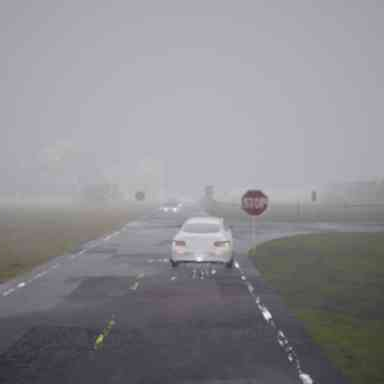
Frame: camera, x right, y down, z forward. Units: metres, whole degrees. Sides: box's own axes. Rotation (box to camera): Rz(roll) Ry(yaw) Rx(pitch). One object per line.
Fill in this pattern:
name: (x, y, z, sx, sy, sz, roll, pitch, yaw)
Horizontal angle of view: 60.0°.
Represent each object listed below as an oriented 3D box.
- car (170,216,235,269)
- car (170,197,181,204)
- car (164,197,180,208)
car: (0.441, 1.533, 11.142, 1.812, 1.442, 4.674, 0, 0, 6)
car: (-3.261, 1.696, 65.681, 1.895, 1.301, 4.718, 0, 0, 0)
car: (-3.148, 1.627, 50.250, 1.994, 1.385, 4.181, 0, 0, 0)
